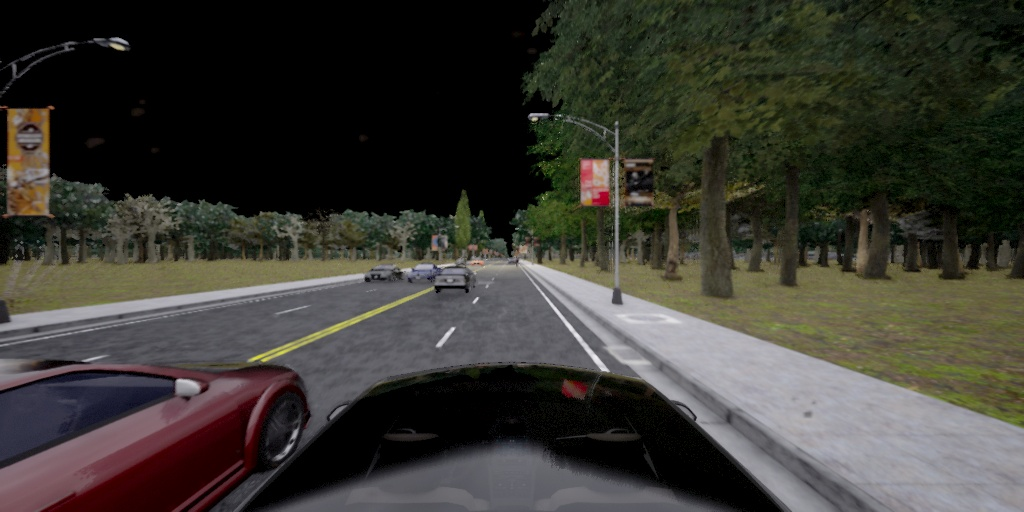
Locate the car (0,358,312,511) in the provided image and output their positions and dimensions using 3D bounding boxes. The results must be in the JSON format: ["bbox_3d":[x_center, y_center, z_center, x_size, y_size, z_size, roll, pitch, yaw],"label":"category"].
[{"bbox_3d":[-3.149,1.314,2.166,1.994,1.385,4.181,0,0,0],"label":"car"}]

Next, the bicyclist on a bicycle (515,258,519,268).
[{"bbox_3d":[0.891,1.130,57.796,0.659,1.776,1.843,0,0,0],"label":"bicyclist on a bicycle"}]

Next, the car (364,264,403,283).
[{"bbox_3d":[-9.845,1.310,27.901,1.994,1.385,4.181,0,0,0],"label":"car"}]

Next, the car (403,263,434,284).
[{"bbox_3d":[-6.597,1.272,27.525,1.812,1.442,4.674,0,0,0],"label":"car"}]

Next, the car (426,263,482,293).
[{"bbox_3d":[-3.150,1.294,20.669,2.033,1.411,5.357,0,0,0],"label":"car"}]
